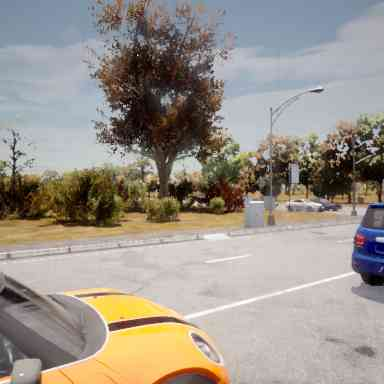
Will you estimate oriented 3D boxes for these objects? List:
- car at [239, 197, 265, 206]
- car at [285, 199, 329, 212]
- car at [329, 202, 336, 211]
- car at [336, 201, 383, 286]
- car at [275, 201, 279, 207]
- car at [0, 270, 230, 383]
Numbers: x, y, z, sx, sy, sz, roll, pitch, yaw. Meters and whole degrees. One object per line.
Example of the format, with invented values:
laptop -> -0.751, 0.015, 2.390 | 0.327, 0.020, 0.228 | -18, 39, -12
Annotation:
car -> 7.765, 1.468, 46.938 | 1.882, 1.535, 5.008 | 0, 0, -33
car -> 12.998, 1.526, 38.705 | 1.812, 1.442, 4.674 | 0, 0, -32
car -> 15.684, 1.547, 41.009 | 2.033, 1.411, 5.357 | 0, 0, -32
car -> 6.186, 1.221, 8.170 | 5.566, 2.045, 2.150 | 0, 0, -35
car -> 10.587, 1.481, 49.023 | 2.128, 1.511, 4.902 | 0, 0, -33
car -> -1.857, 1.352, 2.421 | 4.553, 1.767, 2.097 | 0, 0, -36
